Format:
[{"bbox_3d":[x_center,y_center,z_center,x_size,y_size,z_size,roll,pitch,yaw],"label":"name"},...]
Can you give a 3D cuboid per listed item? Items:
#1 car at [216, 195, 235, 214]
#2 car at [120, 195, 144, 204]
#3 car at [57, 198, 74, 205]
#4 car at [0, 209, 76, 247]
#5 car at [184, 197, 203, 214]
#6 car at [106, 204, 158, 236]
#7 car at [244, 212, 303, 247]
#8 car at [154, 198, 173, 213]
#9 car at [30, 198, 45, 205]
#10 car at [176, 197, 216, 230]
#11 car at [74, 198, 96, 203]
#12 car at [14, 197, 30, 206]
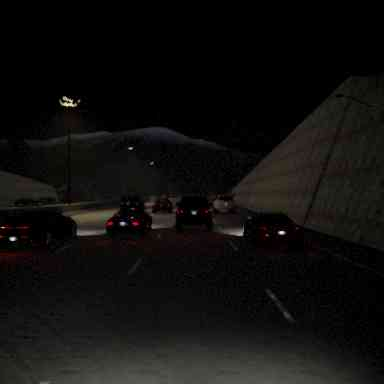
[{"bbox_3d":[3.646,1.366,38.423,2.150,2.045,5.566,0,0,0],"label":"car"},{"bbox_3d":[-6.853,1.366,38.331,2.150,2.045,5.566,0,0,0],"label":"car"},{"bbox_3d":[-20.932,1.714,55.702,2.128,1.511,4.902,0,0,0],"label":"car"},{"bbox_3d":[-6.883,1.562,15.245,1.837,1.490,4.892,0,0,0],"label":"car"},{"bbox_3d":[0.147,1.498,38.915,2.097,1.767,4.553,0,0,0],"label":"car"},{"bbox_3d":[-3.378,1.618,18.728,2.033,1.411,5.357,0,0,0],"label":"car"},{"bbox_3d":[3.617,1.622,15.407,1.994,1.385,4.181,0,0,0],"label":"car"},{"bbox_3d":[-3.353,1.498,38.901,2.097,1.767,4.553,0,0,0],"label":"car"},{"bbox_3d":[-24.432,1.403,55.708,2.033,1.411,5.357,0,0,0],"label":"car"},{"bbox_3d":[0.126,1.303,21.683,2.150,2.045,5.566,0,0,0],"label":"car"},{"bbox_3d":[-17.432,1.714,55.698,2.128,1.511,4.902,0,0,0],"label":"car"},{"bbox_3d":[-27.932,1.568,55.712,1.994,1.385,4.181,0,0,0],"label":"car"}]
